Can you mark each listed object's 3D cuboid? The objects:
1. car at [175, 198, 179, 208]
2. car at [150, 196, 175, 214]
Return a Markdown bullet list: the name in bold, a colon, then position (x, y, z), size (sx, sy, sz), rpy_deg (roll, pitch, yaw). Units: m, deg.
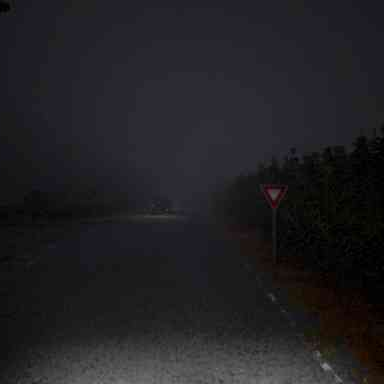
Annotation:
- **car**: position (-3.472, 1.809, 59.113), size (2.097, 1.767, 4.553), rpy_deg (0, 0, 1)
- **car**: position (-3.580, 1.526, 39.291), size (2.150, 2.045, 5.566), rpy_deg (0, 0, 0)
